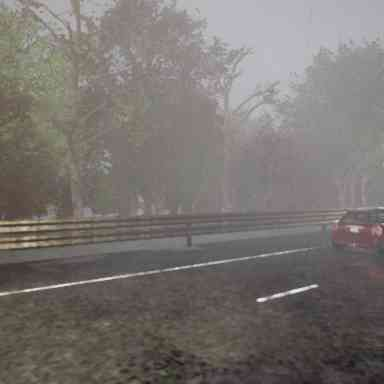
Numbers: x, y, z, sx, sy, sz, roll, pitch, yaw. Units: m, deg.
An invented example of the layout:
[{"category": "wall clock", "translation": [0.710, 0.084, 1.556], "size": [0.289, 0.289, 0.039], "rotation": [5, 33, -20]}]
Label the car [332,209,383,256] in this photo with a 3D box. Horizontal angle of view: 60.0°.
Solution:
[{"category": "car", "translation": [7.873, 1.491, 13.858], "size": [4.553, 1.767, 2.097], "rotation": [1, -1, -36]}]
